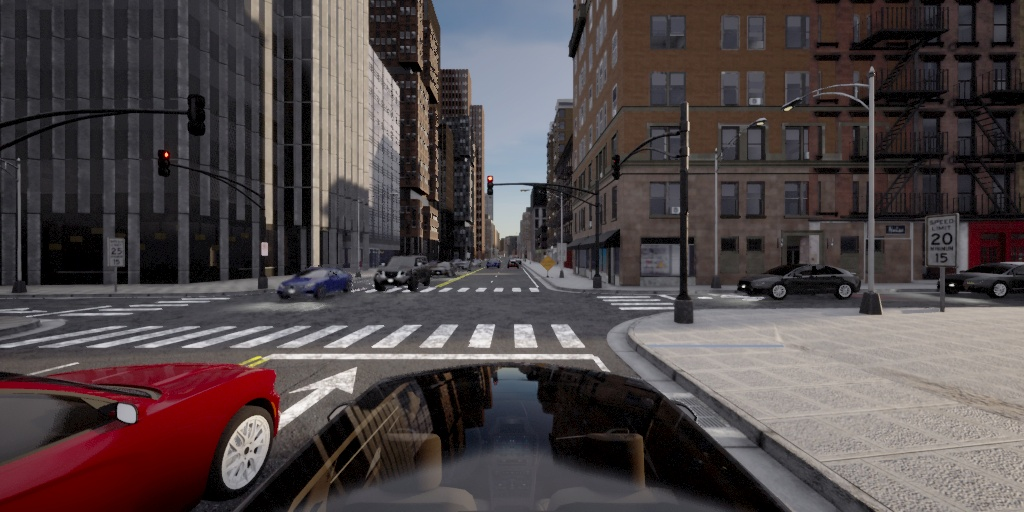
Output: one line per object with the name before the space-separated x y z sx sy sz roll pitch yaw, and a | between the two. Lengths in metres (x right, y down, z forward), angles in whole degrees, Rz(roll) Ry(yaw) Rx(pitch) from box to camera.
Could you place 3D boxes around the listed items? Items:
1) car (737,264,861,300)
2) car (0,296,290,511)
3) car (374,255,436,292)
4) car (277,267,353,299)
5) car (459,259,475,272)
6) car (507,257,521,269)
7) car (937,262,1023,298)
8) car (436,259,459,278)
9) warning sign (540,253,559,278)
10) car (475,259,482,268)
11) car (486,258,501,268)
car | 12.904 1.116 16.278 4.892 1.490 1.837 0 0 -1
car | -3.153 1.228 1.421 1.882 1.535 5.008 0 0 0
car | -6.554 0.977 22.094 2.150 2.045 5.566 0 0 0
car | -9.817 1.302 18.317 1.812 1.442 4.674 0 0 0
car | -6.491 1.324 47.339 1.994 1.385 4.181 0 0 0
car | 0.175 1.271 58.745 1.837 1.490 4.892 0 0 0
car | 22.301 1.048 16.197 4.892 1.490 1.837 0 0 0
car | -6.529 1.260 34.073 1.837 1.490 4.892 0 0 0
warning sign | 2.909 0.868 29.142 1.300 1.860 1.060 0 0 0
car | -6.365 1.273 63.309 2.128 1.511 4.902 0 0 0
car | -3.068 1.118 59.494 2.097 1.767 4.553 0 0 1
